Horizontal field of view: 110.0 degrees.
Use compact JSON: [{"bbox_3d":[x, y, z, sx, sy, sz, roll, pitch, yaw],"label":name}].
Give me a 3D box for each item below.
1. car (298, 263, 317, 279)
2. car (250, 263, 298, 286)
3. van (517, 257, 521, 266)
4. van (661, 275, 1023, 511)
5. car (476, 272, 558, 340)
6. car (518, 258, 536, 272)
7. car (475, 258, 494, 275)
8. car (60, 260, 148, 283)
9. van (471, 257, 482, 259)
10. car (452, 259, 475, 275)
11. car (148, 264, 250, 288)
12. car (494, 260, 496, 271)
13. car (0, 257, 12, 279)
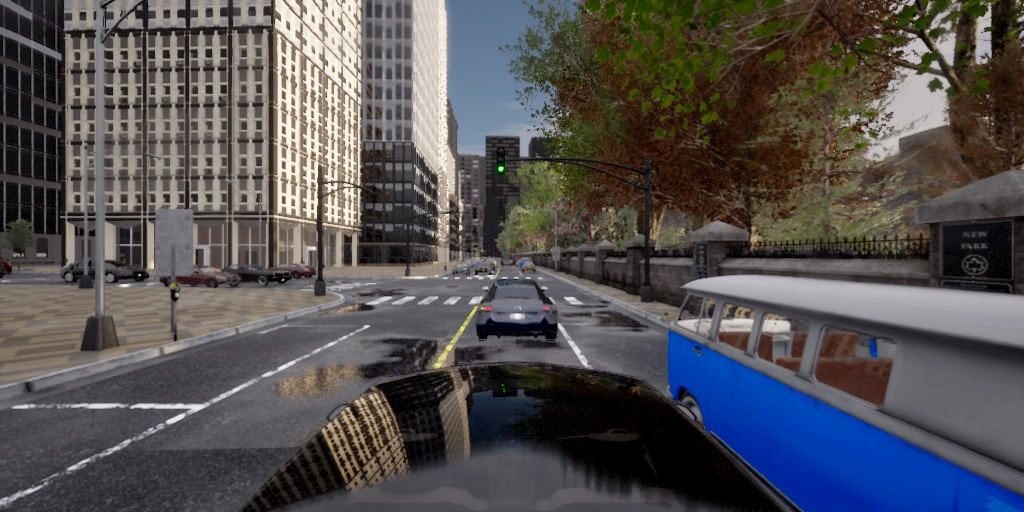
[{"bbox_3d":[-18.079,1.181,29.031,4.207,1.307,1.802,0,0,4],"label":"car"},{"bbox_3d":[-17.015,1.217,23.374,4.718,1.301,1.895,1,0,4],"label":"car"},{"bbox_3d":[2.019,1.171,51.653,1.690,1.789,3.998,0,0,-1],"label":"van"},{"bbox_3d":[2.568,1.092,2.561,1.690,1.789,3.998,0,0,0],"label":"van"},{"bbox_3d":[0.097,1.330,10.058,1.994,1.385,4.181,0,0,-1],"label":"car"},{"bbox_3d":[2.140,1.348,46.280,1.751,1.417,4.829,0,0,-1],"label":"car"},{"bbox_3d":[-3.208,1.320,40.805,1.837,1.490,4.892,0,0,-3],"label":"car"},{"bbox_3d":[-27.221,1.006,24.029,4.892,1.490,1.837,1,0,3],"label":"car"},{"bbox_3d":[-6.297,1.184,62.406,1.690,1.789,3.998,0,0,-2],"label":"van"},{"bbox_3d":[-5.623,1.365,40.230,2.007,1.370,4.403,0,0,-1],"label":"car"},{"bbox_3d":[-18.147,1.187,20.918,4.207,1.307,1.802,0,0,4],"label":"car"},{"bbox_3d":[-3.388,1.393,50.785,1.994,1.385,4.181,0,0,-2],"label":"car"},{"bbox_3d":[-37.836,0.874,24.607,4.902,1.511,2.128,1,0,2],"label":"car"}]
